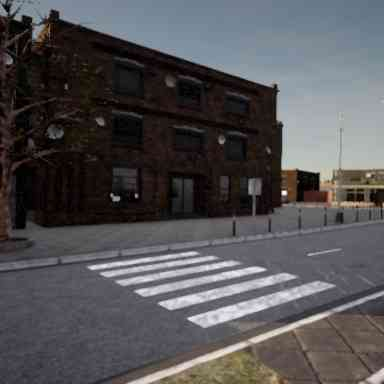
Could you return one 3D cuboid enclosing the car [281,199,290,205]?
[{"bbox_3d":[20.998,2.292,77.143,2.163,1.488,4.792,1,-1,43],"label":"car"}]
